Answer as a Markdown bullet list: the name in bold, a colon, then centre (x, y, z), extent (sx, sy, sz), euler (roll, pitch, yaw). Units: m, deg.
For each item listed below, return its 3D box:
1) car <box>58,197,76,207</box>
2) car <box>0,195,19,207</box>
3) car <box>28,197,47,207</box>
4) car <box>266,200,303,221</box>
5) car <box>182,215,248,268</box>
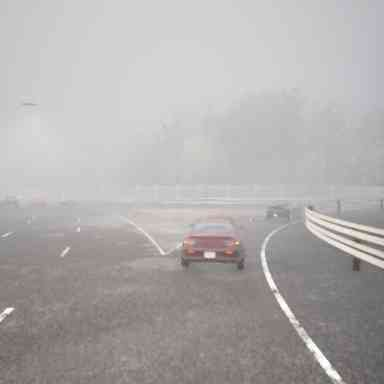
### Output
- **car**: centre (-18.262, 1.442, 48.583), extent (1.812, 1.442, 4.674), euler (0, 0, -32)
- **car**: centre (-26.644, 1.269, 48.521), extent (2.097, 1.767, 4.553), euler (0, 0, -34)
- **car**: centre (-22.895, 1.479, 49.223), extent (1.994, 1.385, 4.181), euler (0, 0, -34)
- **car**: centre (7.574, 1.458, 26.978), extent (1.837, 1.490, 4.892), euler (-1, 0, 33)
- **car**: centre (0.852, 1.506, 11.157), extent (1.812, 1.442, 4.674), euler (0, 0, 9)
